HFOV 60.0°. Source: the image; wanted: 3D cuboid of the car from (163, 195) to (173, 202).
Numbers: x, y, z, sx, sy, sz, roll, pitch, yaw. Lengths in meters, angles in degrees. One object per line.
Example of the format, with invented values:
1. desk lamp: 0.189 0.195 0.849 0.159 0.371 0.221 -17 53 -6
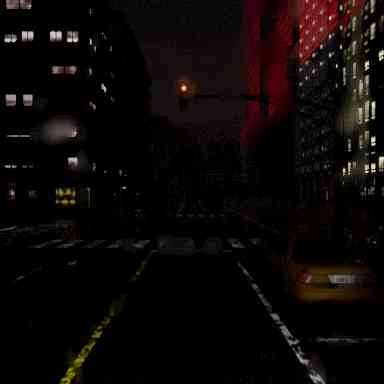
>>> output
1. car: -5.701 1.516 79.187 1.967 1.590 4.097 0 0 0

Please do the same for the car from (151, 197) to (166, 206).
1. car: -5.699 1.588 57.080 2.008 1.369 4.403 0 0 0

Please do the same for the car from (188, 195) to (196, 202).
1. car: -0.006 1.577 80.075 1.837 1.490 4.892 0 0 0

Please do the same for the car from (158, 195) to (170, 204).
1. car: -5.700 1.496 68.134 1.967 1.590 4.097 0 0 0

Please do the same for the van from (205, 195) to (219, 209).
1. van: 2.681 1.363 46.027 1.690 1.788 3.998 0 0 0

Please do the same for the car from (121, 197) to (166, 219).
1. car: -4.427 1.503 29.704 1.882 1.535 5.008 0 1 20

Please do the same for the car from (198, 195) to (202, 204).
1. car: 2.680 1.361 62.607 2.192 1.841 5.009 0 0 0

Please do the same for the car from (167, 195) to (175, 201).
1. car: -5.701 1.623 90.070 1.752 1.417 4.829 0 0 0

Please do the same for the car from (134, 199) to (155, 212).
1. car: -5.697 1.567 40.500 2.008 1.369 4.403 0 0 0

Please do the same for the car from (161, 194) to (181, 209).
1. car: -3.099 1.246 46.912 2.150 2.045 5.566 0 0 0

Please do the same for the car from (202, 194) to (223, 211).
1. car: 2.682 1.331 40.501 2.192 1.841 5.009 0 0 0

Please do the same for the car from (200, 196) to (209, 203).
1. car: 2.680 1.610 73.661 1.887 1.381 4.507 0 0 0

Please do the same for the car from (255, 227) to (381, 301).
1. car: 2.685 1.526 8.258 1.752 1.417 4.829 0 0 0

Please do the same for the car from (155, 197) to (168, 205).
1. car: -5.699 1.591 62.606 1.887 1.381 4.507 0 0 0

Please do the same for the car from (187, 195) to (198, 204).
1. car: 0.097 1.581 67.602 1.812 1.442 4.674 0 0 0
